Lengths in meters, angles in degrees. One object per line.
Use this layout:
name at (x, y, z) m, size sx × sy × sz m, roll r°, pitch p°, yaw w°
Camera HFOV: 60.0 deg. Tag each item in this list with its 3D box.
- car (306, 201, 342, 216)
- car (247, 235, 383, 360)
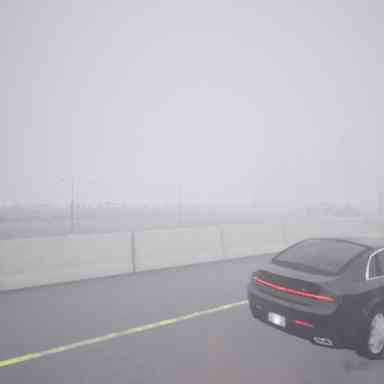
car at (16.732, 2.042, 42.156) m, size 4.553 × 1.767 × 2.097 m, roll 2°, pitch -1°, yaw -36°
car at (3.145, 1.565, 6.086) m, size 4.892 × 1.490 × 1.837 m, roll 1°, pitch 0°, yaw -36°
